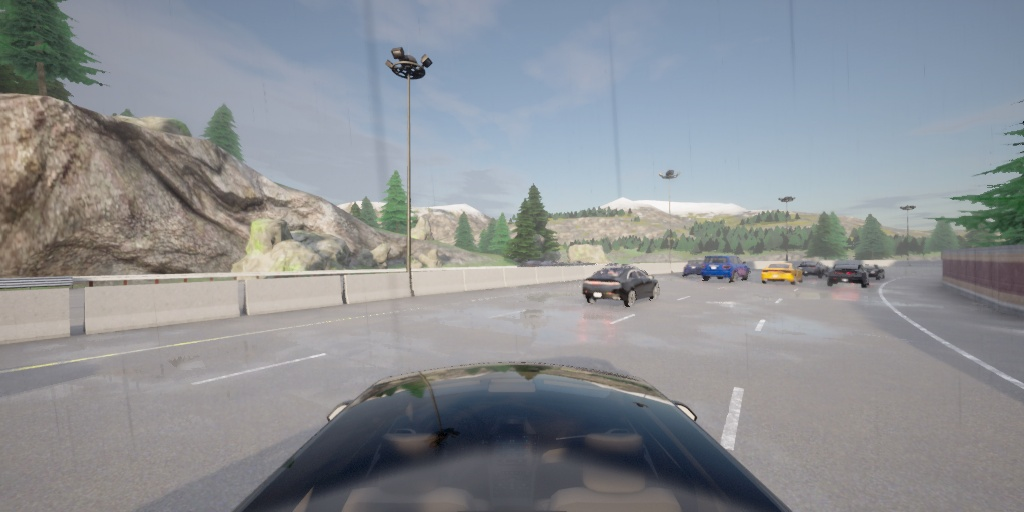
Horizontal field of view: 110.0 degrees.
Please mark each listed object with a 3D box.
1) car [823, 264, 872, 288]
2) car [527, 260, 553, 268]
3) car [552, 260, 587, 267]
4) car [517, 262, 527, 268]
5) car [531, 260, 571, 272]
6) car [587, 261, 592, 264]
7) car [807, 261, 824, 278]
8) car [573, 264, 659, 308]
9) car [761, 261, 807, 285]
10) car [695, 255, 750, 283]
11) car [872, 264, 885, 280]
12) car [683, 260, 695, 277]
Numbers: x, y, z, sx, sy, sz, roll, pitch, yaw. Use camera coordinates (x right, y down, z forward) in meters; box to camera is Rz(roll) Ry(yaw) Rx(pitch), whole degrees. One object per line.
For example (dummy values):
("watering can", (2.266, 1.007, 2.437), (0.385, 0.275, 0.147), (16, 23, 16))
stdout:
("car", (22.524, 1.255, 23.984), (4.892, 1.490, 1.837), (0, 0, -43))
("car", (4.468, 1.241, 40.907), (4.902, 1.511, 2.128), (0, 0, -43))
("car", (6.978, 1.241, 38.473), (4.902, 1.511, 2.128), (0, 0, -43))
("car", (3.026, 1.297, 49.090), (5.357, 1.411, 2.033), (0, 0, -41))
("car", (5.040, 1.297, 46.195), (5.357, 1.411, 2.033), (0, 0, -42))
("car", (7.285, 1.238, 23.616), (2.128, 1.511, 4.902), (0, 0, 43))
("car", (27.808, 1.241, 33.102), (4.902, 1.511, 2.128), (0, 0, -39))
("car", (4.781, 1.241, 15.407), (2.128, 1.511, 4.902), (0, 0, 39))
("car", (19.838, 1.228, 26.262), (5.008, 1.535, 1.882), (0, 0, -43))
("car", (16.914, 0.971, 28.367), (5.566, 2.045, 2.150), (0, 0, -43))
("car", (30.487, 1.351, 30.790), (4.718, 1.301, 1.895), (0, 0, -39))
("car", (18.181, 1.102, 34.169), (4.553, 1.767, 2.097), (0, 0, -41))
